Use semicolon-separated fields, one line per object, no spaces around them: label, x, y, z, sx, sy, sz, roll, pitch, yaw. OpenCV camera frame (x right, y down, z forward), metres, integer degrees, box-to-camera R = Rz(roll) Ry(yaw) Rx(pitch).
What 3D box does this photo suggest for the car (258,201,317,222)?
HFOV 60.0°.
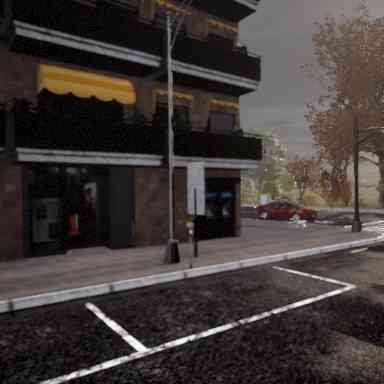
car;7.629;1.512;26.968;1.882;1.535;5.008;-1;1;-37
